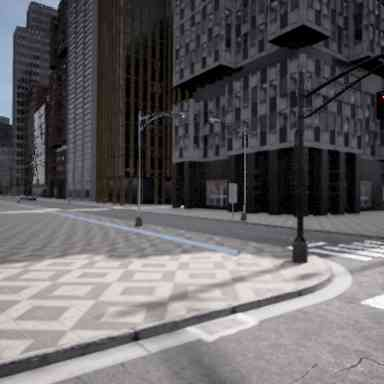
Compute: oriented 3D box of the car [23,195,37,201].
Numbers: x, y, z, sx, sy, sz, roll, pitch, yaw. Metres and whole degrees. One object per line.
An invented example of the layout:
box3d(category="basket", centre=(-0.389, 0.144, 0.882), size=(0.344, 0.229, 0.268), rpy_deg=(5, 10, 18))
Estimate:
box3d(category="car", centre=(-41.236, 1.693, 85.325), size=(1.895, 1.301, 4.718), rpy_deg=(1, 0, -35))
